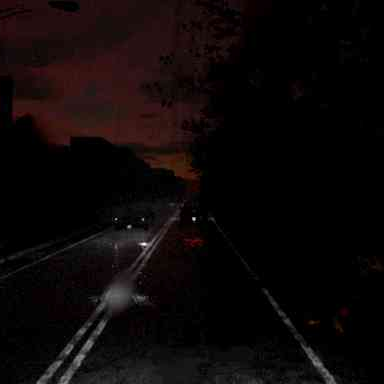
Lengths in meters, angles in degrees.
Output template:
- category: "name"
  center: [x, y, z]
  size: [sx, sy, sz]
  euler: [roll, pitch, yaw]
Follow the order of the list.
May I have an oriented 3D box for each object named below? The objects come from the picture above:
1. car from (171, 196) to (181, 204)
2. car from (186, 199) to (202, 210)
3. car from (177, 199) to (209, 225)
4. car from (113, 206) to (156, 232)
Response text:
- category: "car"
  center: [-3.096, 1.443, 64.040]
  size: [2.128, 1.511, 4.902]
  euler: [0, 0, 0]
- category: "car"
  center: [0.188, 1.538, 41.761]
  size: [1.895, 1.301, 4.718]
  euler: [0, 0, 0]
- category: "car"
  center: [0.134, 1.442, 23.298]
  size: [1.837, 1.490, 4.892]
  euler: [0, 0, 0]
- category: "car"
  center: [-3.324, 1.539, 19.914]
  size: [1.895, 1.301, 4.718]
  euler: [0, 0, 0]
